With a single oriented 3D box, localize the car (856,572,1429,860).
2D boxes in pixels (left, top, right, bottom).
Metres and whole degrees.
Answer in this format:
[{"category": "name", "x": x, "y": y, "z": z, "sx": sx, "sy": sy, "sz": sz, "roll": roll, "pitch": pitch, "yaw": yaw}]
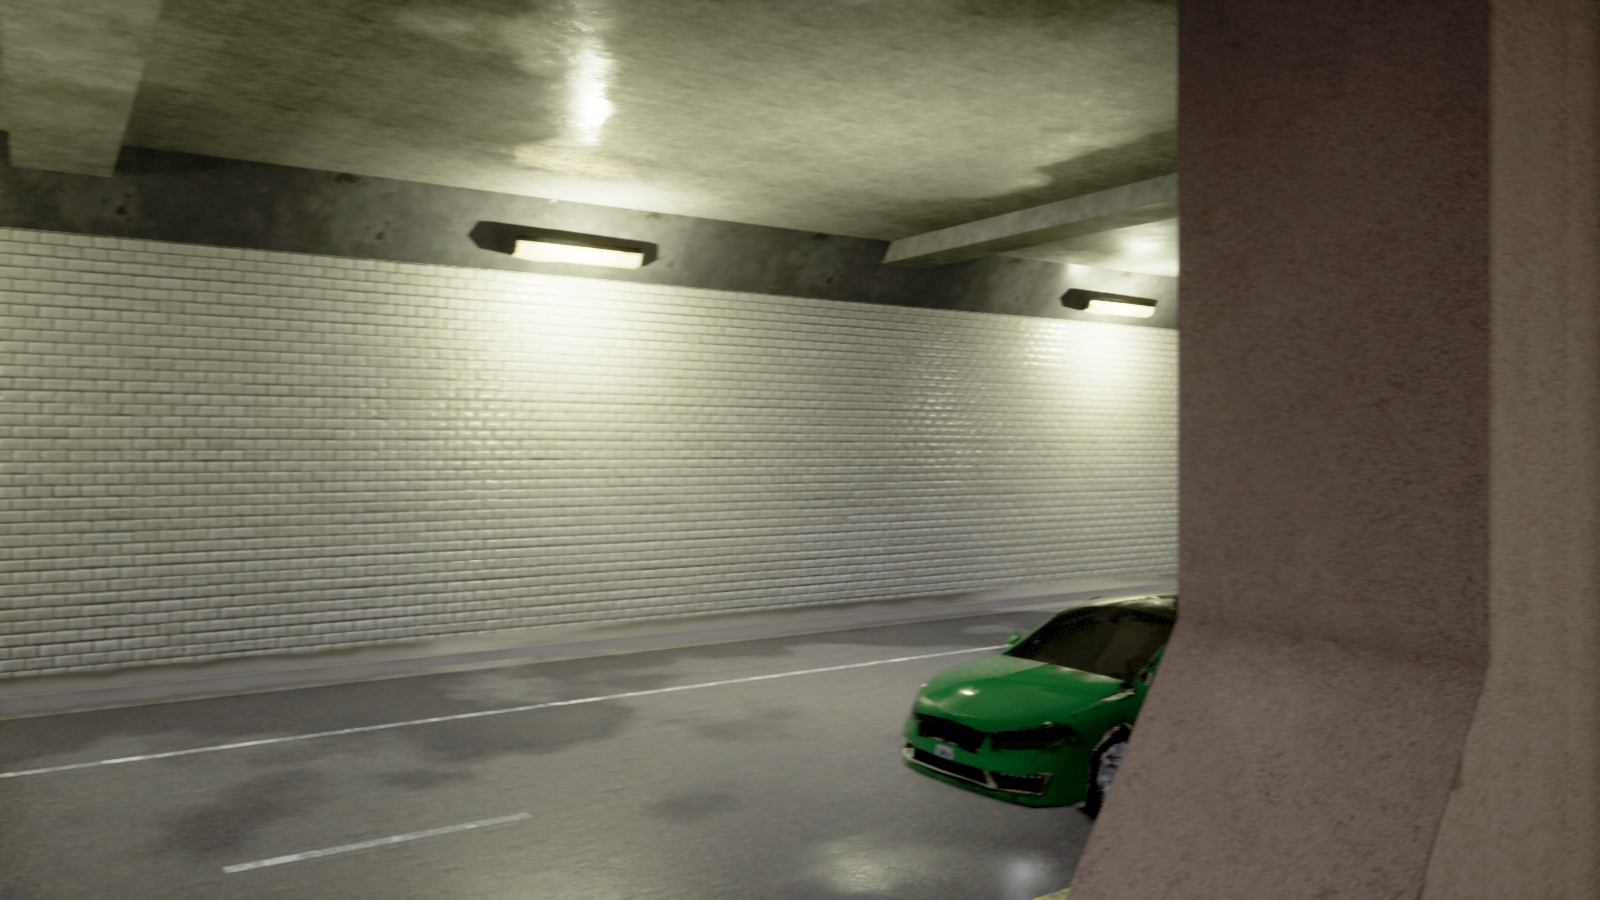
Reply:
[{"category": "car", "x": 3.132, "y": 2.059, "z": 10.089, "sx": 4.892, "sy": 1.480, "sz": 2.231, "roll": 0, "pitch": 0, "yaw": -34}]
